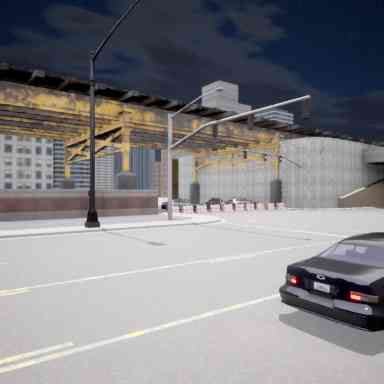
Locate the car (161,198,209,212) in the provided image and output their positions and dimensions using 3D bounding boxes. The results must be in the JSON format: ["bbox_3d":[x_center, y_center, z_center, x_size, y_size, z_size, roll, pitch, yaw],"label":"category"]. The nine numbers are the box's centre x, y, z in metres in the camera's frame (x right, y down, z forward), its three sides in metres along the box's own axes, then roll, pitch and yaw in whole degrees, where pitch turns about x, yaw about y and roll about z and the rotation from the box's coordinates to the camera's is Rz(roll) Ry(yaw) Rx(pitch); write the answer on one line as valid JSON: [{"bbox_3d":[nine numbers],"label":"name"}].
[{"bbox_3d":[-0.911,1.453,37.823,4.974,1.542,2.038,0,0,8],"label":"car"}]

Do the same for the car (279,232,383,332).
[{"bbox_3d":[4.098,1.547,6.701,5.357,1.411,2.033,0,0,-35],"label":"car"}]

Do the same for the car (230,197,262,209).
[{"bbox_3d":[6.693,1.295,44.262,4.536,1.218,1.853,0,0,-7],"label":"car"}]

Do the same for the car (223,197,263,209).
[{"bbox_3d":[6.744,1.452,44.268,4.974,1.542,2.038,0,0,-7],"label":"car"}]

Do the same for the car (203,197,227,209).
[{"bbox_3d":[2.850,1.295,40.558,1.853,1.218,4.536,0,0,18],"label":"car"}]

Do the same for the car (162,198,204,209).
[{"bbox_3d":[-0.962,1.295,37.830,4.536,1.218,1.853,0,0,8],"label":"car"}]

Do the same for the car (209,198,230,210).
[{"bbox_3d":[2.834,1.453,40.508,2.038,1.542,4.974,0,0,18],"label":"car"}]
